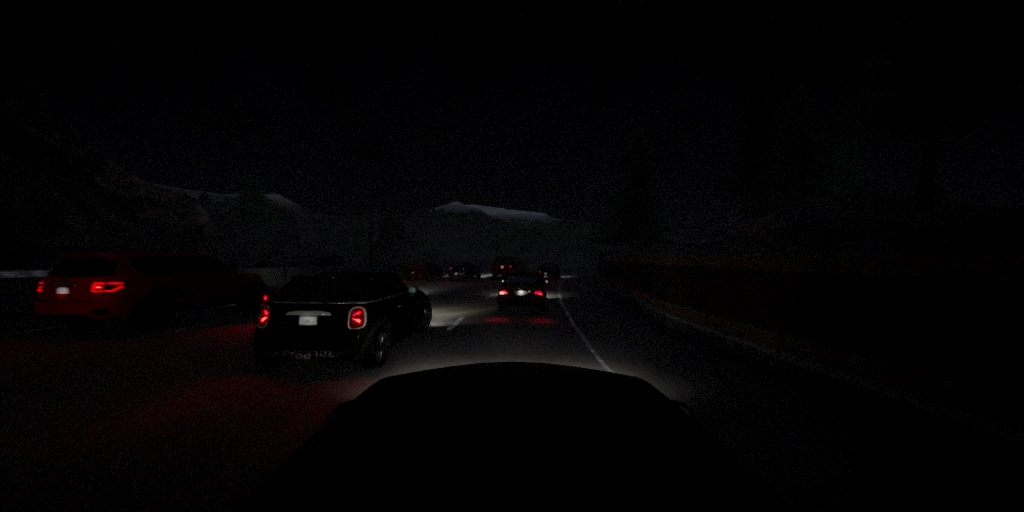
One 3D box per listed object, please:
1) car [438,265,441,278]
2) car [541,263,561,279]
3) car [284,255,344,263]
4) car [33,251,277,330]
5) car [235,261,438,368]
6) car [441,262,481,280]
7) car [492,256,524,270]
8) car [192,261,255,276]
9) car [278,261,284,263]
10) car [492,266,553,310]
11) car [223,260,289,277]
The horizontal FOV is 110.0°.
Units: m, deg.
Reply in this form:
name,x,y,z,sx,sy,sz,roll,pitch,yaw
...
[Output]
name,x,y,z,sx,sy,sz,roll,pitch,yaw
car,-7.677,1.222,31.859,1.882,1.535,5.008,0,0,11
car,3.491,1.373,34.005,1.812,1.442,4.674,0,0,13
car,-18.180,0.956,33.952,2.150,2.045,5.566,0,0,11
car,-10.232,0.900,10.930,2.150,2.045,5.566,0,0,2
car,-3.300,1.086,8.008,2.097,1.767,4.553,1,0,1
car,-4.125,1.267,31.796,2.128,1.511,4.902,0,0,11
car,-0.269,1.034,33.318,2.150,2.045,5.566,0,0,12
car,-28.541,1.167,35.676,1.895,1.301,4.718,0,0,11
car,-21.610,1.177,34.659,2.033,1.411,5.357,0,0,11
car,0.492,1.329,14.815,2.033,1.411,5.357,0,0,4
car,-25.044,1.166,35.336,2.033,1.411,5.357,0,0,11
